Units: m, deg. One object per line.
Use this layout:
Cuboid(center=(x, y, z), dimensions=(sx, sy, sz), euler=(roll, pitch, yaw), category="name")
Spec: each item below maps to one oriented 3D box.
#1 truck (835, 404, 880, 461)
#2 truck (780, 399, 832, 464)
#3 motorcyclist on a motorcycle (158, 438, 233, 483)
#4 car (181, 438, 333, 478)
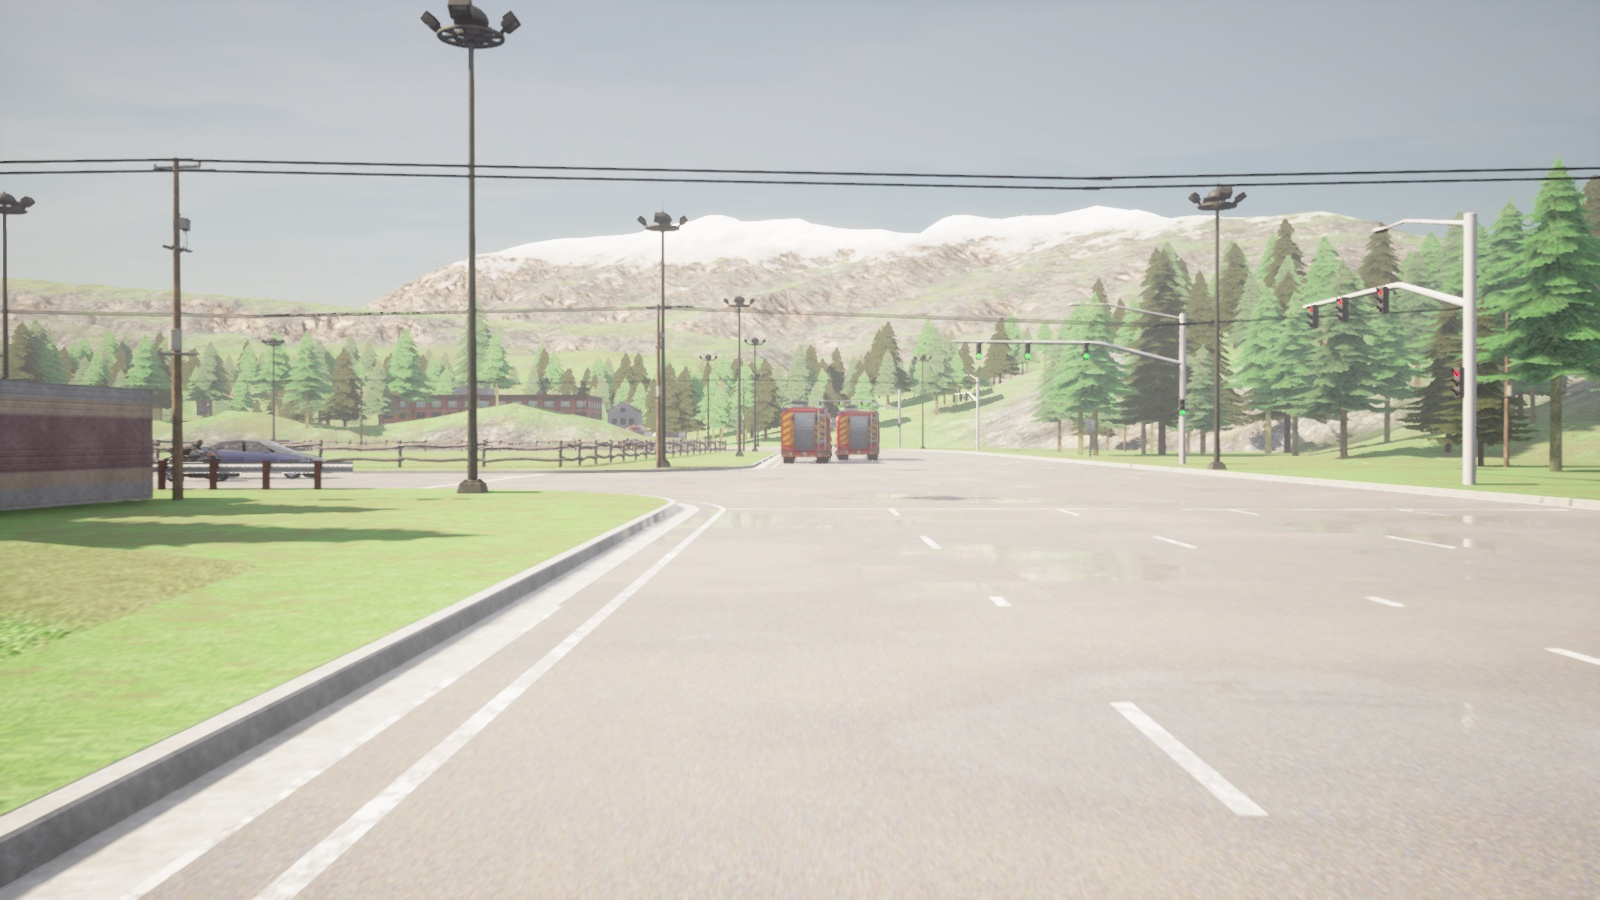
Cuboid(center=(4.010, -1.235, 89.368), dimensions=(2.891, 3.827, 8.468), euler=(0, 1, 0), category="truck")
Cuboid(center=(0.474, -1.141, 78.821), dimensions=(2.891, 3.827, 8.468), euler=(0, 1, 3), category="truck")
Cuboid(center=(-21.154, 0.361, 43.967), dimensions=(2.191, 1.530, 0.866), euler=(0, 1, 0), category="motorcyclist on a motorcycle")
Cuboid(center=(-20.470, 0.294, 47.467), dimensions=(4.792, 1.488, 2.163), euler=(0, 1, 0), category="car")
